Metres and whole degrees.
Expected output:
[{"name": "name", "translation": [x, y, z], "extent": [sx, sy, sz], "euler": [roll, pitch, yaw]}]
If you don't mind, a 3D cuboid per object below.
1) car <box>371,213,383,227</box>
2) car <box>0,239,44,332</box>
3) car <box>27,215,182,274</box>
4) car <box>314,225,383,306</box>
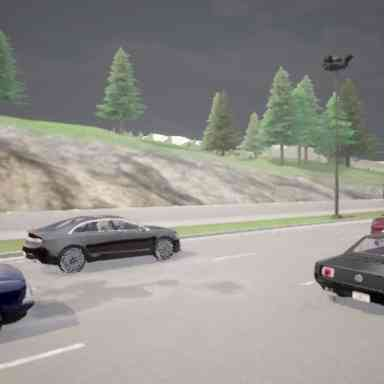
[{"name": "car", "translation": [9.941, 1.427, 15.142], "extent": [4.674, 1.442, 1.812], "euler": [0, 0, -36]}, {"name": "car", "translation": [-4.824, 1.608, 4.604], "extent": [4.718, 1.301, 1.895], "euler": [0, 0, -36]}, {"name": "car", "translation": [-2.597, 1.468, 10.495], "extent": [4.902, 1.511, 2.128], "euler": [0, 0, -36]}, {"name": "car", "translation": [4.804, 1.554, 7.177], "extent": [4.718, 1.301, 1.895], "euler": [0, 0, -36]}]
